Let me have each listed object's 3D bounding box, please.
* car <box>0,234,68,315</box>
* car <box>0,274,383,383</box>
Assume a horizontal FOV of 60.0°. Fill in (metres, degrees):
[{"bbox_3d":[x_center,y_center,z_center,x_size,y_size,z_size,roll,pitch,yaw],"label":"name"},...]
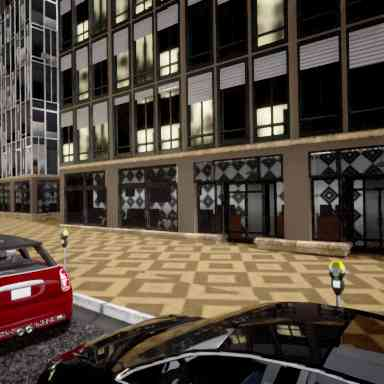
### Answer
[{"bbox_3d":[-3.933,1.441,5.833,4.097,1.590,1.967,0,-1,37],"label":"car"},{"bbox_3d":[0.642,1.566,2.454,4.313,1.339,1.947,0,-1,36],"label":"car"}]
